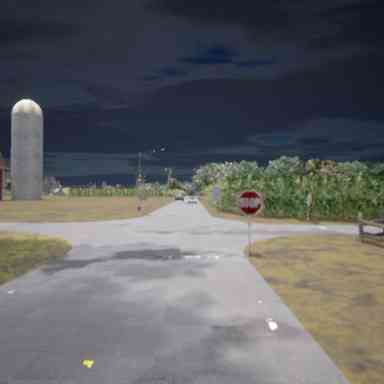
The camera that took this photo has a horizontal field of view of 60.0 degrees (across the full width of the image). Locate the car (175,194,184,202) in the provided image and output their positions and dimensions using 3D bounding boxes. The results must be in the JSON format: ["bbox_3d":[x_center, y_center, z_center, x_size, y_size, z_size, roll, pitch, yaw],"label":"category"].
[{"bbox_3d":[-2.736,1.280,72.426,1.882,1.535,5.008,0,0,0],"label":"car"}]

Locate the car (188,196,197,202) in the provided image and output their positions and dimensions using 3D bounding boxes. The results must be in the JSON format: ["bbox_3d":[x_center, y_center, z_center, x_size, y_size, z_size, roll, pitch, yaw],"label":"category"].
[{"bbox_3d":[0.016,1.571,78.254,2.033,1.411,5.357,0,0,0],"label":"car"}]

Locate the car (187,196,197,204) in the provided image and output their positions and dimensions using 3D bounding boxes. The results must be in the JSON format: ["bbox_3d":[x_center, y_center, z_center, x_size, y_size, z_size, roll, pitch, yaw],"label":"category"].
[{"bbox_3d":[0.013,1.778,68.276,1.895,1.301,4.718,0,0,0],"label":"car"}]
